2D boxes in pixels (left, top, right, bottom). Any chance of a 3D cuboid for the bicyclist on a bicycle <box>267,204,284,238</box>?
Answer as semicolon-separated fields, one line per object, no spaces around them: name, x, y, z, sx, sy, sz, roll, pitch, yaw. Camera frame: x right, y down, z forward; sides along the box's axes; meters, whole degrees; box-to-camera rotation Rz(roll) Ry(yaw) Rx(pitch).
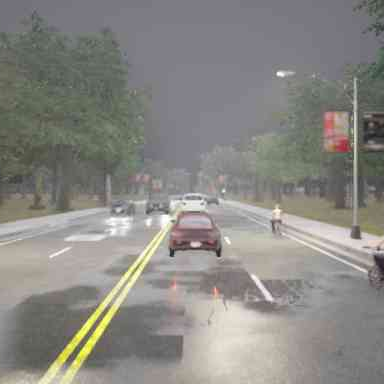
bicyclist on a bicycle;4.176;1.412;16.480;0.866;1.612;1.509;0;0;0

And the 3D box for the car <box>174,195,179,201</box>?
car;-3.193;1.327;73.627;1.882;1.535;5.008;0;0;0

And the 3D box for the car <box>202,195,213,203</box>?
car;3.305;1.435;71.035;2.128;1.511;4.902;0;0;0

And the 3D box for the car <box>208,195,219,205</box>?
car;3.392;1.430;55.277;1.837;1.490;4.892;0;0;0

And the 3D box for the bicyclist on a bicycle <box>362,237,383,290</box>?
bicyclist on a bicycle;4.169;1.426;7.082;0.866;1.612;1.509;0;0;0

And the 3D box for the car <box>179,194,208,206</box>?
car;0.125;1.176;31.723;2.150;2.045;5.566;0;0;0

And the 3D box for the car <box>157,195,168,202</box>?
car;-6.443;1.444;73.599;1.895;1.301;4.718;0;0;0

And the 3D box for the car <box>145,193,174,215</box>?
car;-3.321;1.170;33.427;2.150;2.045;5.566;0;0;0

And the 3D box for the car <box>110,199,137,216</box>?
car;-6.570;1.445;32.143;2.128;1.511;4.902;0;0;0

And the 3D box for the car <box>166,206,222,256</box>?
car;0.111;1.506;12.962;1.812;1.442;4.674;0;0;0
